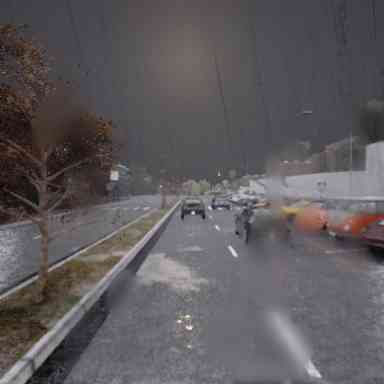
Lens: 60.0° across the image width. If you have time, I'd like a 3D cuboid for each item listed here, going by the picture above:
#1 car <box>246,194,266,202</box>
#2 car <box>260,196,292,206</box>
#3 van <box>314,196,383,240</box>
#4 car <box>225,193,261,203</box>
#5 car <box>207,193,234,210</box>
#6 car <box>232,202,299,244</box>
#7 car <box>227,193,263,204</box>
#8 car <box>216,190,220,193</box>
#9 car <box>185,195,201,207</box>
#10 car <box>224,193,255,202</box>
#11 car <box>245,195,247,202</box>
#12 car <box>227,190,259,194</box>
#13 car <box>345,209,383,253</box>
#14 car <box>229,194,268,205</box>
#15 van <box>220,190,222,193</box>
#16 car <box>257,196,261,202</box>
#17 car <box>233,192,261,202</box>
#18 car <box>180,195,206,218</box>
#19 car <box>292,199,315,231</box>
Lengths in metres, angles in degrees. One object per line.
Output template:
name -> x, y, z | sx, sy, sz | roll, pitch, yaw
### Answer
car -> 7.887, 1.210, 29.518 | 5.366, 1.575, 1.946 | 1, 1, -20
car -> 7.889, 1.290, 23.552 | 5.366, 1.575, 1.946 | 1, 1, -20
van -> 7.960, 1.176, 14.613 | 4.442, 1.987, 1.878 | 1, 1, -20
car -> 8.226, 0.987, 53.505 | 5.366, 1.575, 1.946 | 1, 0, -20
car -> 3.088, 1.184, 36.955 | 2.033, 1.411, 5.357 | 0, 1, 0
car -> 3.095, 1.409, 15.210 | 1.837, 1.490, 4.892 | 0, 1, 0
car -> 8.047, 1.010, 50.458 | 4.892, 1.521, 2.231 | 1, 0, -20
car -> 7.877, 0.925, 62.320 | 5.366, 1.575, 1.946 | 1, 1, -20
car -> 0.086, 1.142, 42.915 | 1.994, 1.385, 4.181 | 0, 1, 0
car -> 8.077, 0.998, 56.435 | 4.792, 1.488, 2.163 | 1, 0, -20
car -> 8.055, 1.219, 32.567 | 4.674, 1.452, 2.002 | 1, 0, -20
car -> 8.085, 0.805, 44.506 | 5.566, 2.045, 2.435 | 1, 0, -20
car -> 8.061, 1.468, 11.684 | 4.674, 1.452, 2.002 | 1, 0, -20
car -> 8.060, 1.031, 47.472 | 5.008, 1.535, 2.097 | 1, 1, -20
van -> 7.944, 0.722, 59.360 | 4.442, 1.987, 1.878 | 1, 1, -20
car -> 8.087, 1.285, 26.614 | 4.792, 1.488, 2.163 | 1, 1, -20
car -> 8.066, 1.085, 41.507 | 4.892, 1.521, 2.231 | 1, 1, -20
car -> 0.091, 1.261, 26.862 | 1.837, 1.490, 4.892 | 0, 0, 0
car -> 8.037, 1.243, 17.642 | 4.553, 1.767, 2.185 | 1, 0, -20
